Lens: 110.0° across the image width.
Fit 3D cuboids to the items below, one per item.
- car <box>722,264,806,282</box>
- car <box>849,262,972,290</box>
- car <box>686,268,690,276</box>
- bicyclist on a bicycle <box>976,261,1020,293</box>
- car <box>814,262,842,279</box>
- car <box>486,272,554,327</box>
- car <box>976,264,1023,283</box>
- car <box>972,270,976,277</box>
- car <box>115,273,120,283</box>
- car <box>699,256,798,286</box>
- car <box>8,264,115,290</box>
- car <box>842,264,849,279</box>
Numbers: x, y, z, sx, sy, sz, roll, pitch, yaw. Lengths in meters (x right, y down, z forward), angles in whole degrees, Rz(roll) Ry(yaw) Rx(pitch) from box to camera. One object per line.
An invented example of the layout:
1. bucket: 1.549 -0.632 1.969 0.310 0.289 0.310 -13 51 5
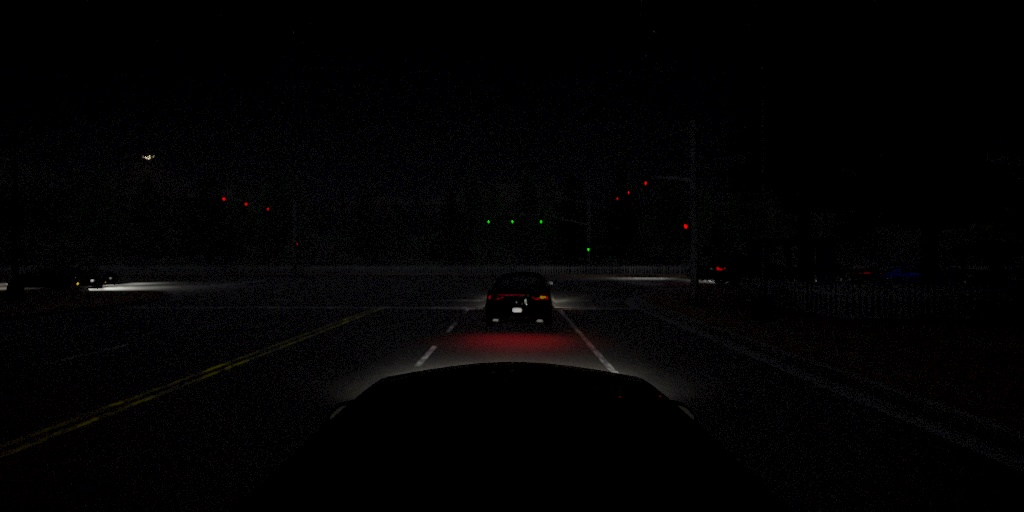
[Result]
1. car: 20.228 1.342 28.909 5.357 1.411 2.033 0 0 -1
2. car: 23.939 1.246 21.687 5.008 1.535 1.882 0 0 0
3. car: 18.409 1.299 32.386 4.902 1.511 2.128 0 0 1
4. bicyclist on a bicycle: 22.817 1.052 16.912 0.582 1.620 1.656 0 0 0
5. car: 27.740 1.299 32.210 4.902 1.511 2.128 0 0 2
6. car: 0.338 1.264 11.844 1.882 1.535 5.008 0 0 5
7. car: 39.919 1.268 27.474 5.008 1.535 1.882 0 0 14
8. car: 37.664 1.406 31.494 4.718 1.301 1.895 0 0 9
9. car: -30.829 1.304 25.435 4.674 1.442 1.812 0 0 0
10. car: 16.722 1.002 25.218 5.566 2.045 2.150 0 0 1
11. car: -27.667 1.330 21.942 4.181 1.385 1.994 0 0 0
12. car: 29.982 1.272 28.640 5.008 1.535 1.882 0 0 3
